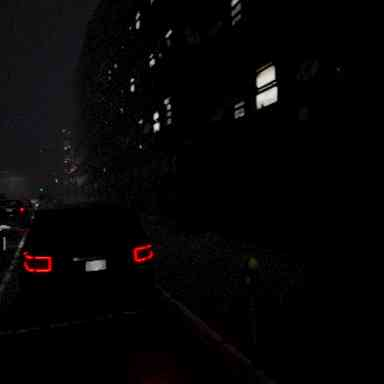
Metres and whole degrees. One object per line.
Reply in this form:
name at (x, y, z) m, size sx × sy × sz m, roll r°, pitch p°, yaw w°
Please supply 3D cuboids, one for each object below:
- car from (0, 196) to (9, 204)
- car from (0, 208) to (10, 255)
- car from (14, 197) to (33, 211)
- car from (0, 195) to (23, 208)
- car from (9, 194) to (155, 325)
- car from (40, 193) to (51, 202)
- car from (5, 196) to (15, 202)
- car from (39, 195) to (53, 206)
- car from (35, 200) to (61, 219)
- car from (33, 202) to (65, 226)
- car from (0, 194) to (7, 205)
car at (-37.463, 1.582, 65.598) m, size 1.887 × 1.381 × 4.507 m, roll 0°, pitch 0°, yaw -24°
car at (-6.889, 1.506, 10.159) m, size 1.837 × 1.490 × 4.892 m, roll -1°, pitch 1°, yaw -24°
car at (-20.863, 1.404, 41.316) m, size 1.882 × 1.535 × 5.008 m, roll -1°, pitch 1°, yaw -24°
car at (-13.488, 1.308, 24.979) m, size 2.097 × 1.767 × 4.553 m, roll -1°, pitch 1°, yaw -24°
car at (-2.517, 1.174, 7.401) m, size 2.150 × 2.045 × 5.566 m, roll -1°, pitch 1°, yaw -24°
car at (-32.523, 1.169, 73.789) m, size 2.192 × 1.841 × 5.009 m, roll 0°, pitch 0°, yaw -24°
car at (-44.209, 1.635, 80.758) m, size 1.802 × 1.307 × 4.206 m, roll 0°, pitch 0°, yaw -24°
car at (-23.528, 1.293, 53.575) m, size 1.967 × 1.590 × 4.097 m, roll 0°, pitch 0°, yaw -24°
car at (-12.253, 1.437, 28.321) m, size 1.887 × 1.381 × 4.507 m, roll 0°, pitch 0°, yaw -24°
car at (-10.004, 1.449, 23.269) m, size 1.887 × 1.381 × 4.507 m, roll 0°, pitch 0°, yaw -24°
car at (-35.215, 1.351, 60.544) m, size 2.192 × 1.841 × 5.009 m, roll 0°, pitch 0°, yaw -24°
